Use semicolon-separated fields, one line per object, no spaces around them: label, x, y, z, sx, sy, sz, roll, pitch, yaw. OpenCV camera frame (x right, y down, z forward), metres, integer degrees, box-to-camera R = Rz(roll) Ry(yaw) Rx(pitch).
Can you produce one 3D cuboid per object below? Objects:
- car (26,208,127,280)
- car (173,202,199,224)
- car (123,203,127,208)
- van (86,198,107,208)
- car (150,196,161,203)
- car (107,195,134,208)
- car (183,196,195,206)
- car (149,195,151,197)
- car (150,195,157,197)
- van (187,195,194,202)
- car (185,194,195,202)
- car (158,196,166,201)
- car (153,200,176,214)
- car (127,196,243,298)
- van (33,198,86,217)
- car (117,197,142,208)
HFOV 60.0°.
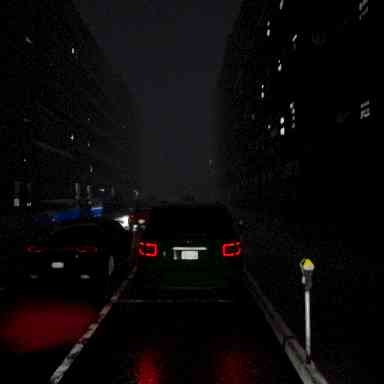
car;-3.016;1.484;9.963;1.882;1.535;5.008;0;0;0
car;-0.437;1.572;26.224;1.887;1.381;4.507;1;0;0
car;-2.958;1.544;21.797;1.812;1.442;4.674;0;0;0
van;-8.313;1.368;26.285;1.690;1.788;3.998;1;0;0
car;-8.321;1.725;76.059;1.887;1.381;4.507;1;0;0
car;-8.313;1.365;37.346;2.192;1.841;5.009;1;0;0
car;-0.471;1.553;59.411;1.967;1.590;4.097;1;0;0
car;-8.320;1.660;53.938;1.947;1.339;4.313;1;0;0
car;-8.315;1.471;70.528;2.192;1.841;5.009;1;0;0
van;-0.471;1.575;87.068;1.690;1.788;3.998;1;0;0
car;-0.470;1.521;81.536;2.192;1.841;5.009;1;0;0
car;-8.323;1.847;92.652;1.802;1.307;4.206;1;0;0
car;-2.957;1.596;36.803;2.033;1.411;5.357;0;0;0
car;-0.039;1.233;8.683;2.150;2.045;5.566;0;0;0
van;-8.312;1.359;20.753;1.690;1.788;3.998;2;0;0
car;-5.857;1.535;34.280;2.128;1.511;4.902;0;0;0
